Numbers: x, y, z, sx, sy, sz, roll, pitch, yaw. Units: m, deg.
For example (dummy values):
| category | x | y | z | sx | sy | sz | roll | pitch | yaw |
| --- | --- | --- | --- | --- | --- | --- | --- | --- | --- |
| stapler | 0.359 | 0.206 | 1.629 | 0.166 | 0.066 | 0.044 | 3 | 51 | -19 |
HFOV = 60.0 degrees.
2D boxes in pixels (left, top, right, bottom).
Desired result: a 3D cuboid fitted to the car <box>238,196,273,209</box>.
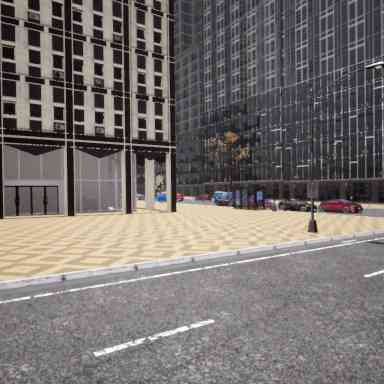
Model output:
| category | x | y | z | sx | sy | sz | roll | pitch | yaw |
| --- | --- | --- | --- | --- | --- | --- | --- | --- | --- |
| car | 7.987 | 1.388 | 40.105 | 1.802 | 1.307 | 4.206 | 0 | 1 | -34 |

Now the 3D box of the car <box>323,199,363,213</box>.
| category | x | y | z | sx | sy | sz | roll | pitch | yaw |
| --- | --- | --- | --- | --- | --- | --- | --- | --- | --- |
| car | 15.258 | 1.408 | 34.211 | 1.994 | 1.385 | 4.181 | -1 | 1 | -34 |

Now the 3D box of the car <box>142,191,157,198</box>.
| category | x | y | z | sx | sy | sz | roll | pitch | yaw |
| --- | --- | --- | --- | --- | --- | --- | --- | --- | --- |
| car | -10.582 | 0.686 | 82.464 | 1.967 | 1.590 | 4.097 | 0 | 1 | -34 |

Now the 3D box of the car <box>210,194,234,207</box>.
| category | x | y | z | sx | sy | sz | roll | pitch | yaw |
| --- | --- | --- | --- | --- | --- | --- | --- | --- | --- |
| car | 4.837 | 1.319 | 44.836 | 1.947 | 1.339 | 4.313 | 0 | 1 | -34 |

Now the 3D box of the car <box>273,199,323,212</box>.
| category | x | y | z | sx | sy | sz | roll | pitch | yaw |
| --- | --- | --- | --- | --- | --- | --- | --- | --- | --- |
| car | 11.171 | 1.424 | 35.395 | 1.947 | 1.339 | 4.313 | 0 | 1 | -34 |

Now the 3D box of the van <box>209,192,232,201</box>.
| category | x | y | z | sx | sy | sz | roll | pitch | yaw |
| --- | --- | --- | --- | --- | --- | --- | --- | --- | --- |
| van | 5.411 | 0.855 | 58.972 | 1.690 | 1.788 | 3.998 | 0 | 1 | -34 |

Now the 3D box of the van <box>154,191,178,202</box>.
| category | x | y | z | sx | sy | sz | roll | pitch | yaw |
| --- | --- | --- | --- | --- | --- | --- | --- | --- | --- |
| van | -4.714 | 0.937 | 58.956 | 1.690 | 1.788 | 3.998 | 0 | 1 | -34 |

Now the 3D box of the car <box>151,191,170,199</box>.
| category | x | y | z | sx | sy | sz | roll | pitch | yaw |
| --- | --- | --- | --- | --- | --- | --- | --- | --- | --- |
| car | -7.383 | 0.615 | 77.764 | 2.192 | 1.841 | 5.009 | 0 | 1 | -34 |

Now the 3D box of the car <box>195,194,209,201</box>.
| category | x | y | z | sx | sy | sz | roll | pitch | yaw |
| --- | --- | --- | --- | --- | --- | --- | --- | --- | --- |
| car | 2.213 | 1.043 | 63.673 | 1.802 | 1.307 | 4.206 | 0 | 1 | -34 |

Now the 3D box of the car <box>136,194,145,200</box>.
| category | x | y | z | sx | sy | sz | roll | pitch | yaw |
| --- | --- | --- | --- | --- | --- | --- | --- | --- | --- |
| car | -11.112 | 1.039 | 68.354 | 2.008 | 1.369 | 4.403 | 0 | 1 | -34 |

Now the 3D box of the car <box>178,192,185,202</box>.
| category | x | y | z | sx | sy | sz | roll | pitch | yaw |
| --- | --- | --- | --- | --- | --- | --- | --- | --- | --- |
| car | -3.590 | 0.761 | 62.047 | 2.150 | 2.045 | 5.566 | -1 | 1 | -34 |
